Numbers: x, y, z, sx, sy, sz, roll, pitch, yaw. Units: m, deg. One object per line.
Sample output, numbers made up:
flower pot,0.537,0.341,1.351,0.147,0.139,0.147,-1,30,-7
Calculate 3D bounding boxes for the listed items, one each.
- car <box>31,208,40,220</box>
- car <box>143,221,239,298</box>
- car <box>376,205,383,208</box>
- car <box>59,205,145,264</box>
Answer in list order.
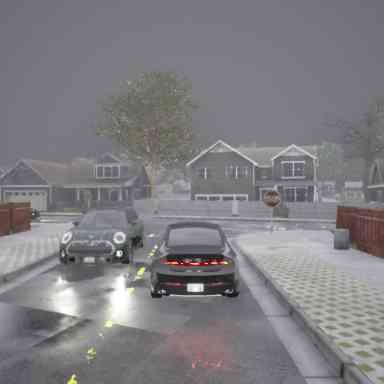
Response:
car,-14.033,1.497,25.789,4.181,1.385,1.994,0,0,13
car,0.045,1.506,8.523,1.837,1.490,4.892,0,0,0
car,12.730,1.588,21.656,4.892,1.490,1.837,0,0,17
car,-2.942,1.353,11.759,2.097,1.767,4.553,0,0,0
